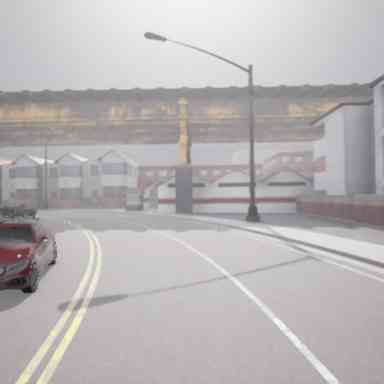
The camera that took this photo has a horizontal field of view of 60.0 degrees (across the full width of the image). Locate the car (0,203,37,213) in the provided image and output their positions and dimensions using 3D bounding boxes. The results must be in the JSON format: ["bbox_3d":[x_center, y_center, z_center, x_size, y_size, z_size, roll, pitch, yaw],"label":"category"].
[{"bbox_3d":[-14.845,1.600,28.387,1.895,1.301,4.718,0,-1,-42],"label":"car"}]

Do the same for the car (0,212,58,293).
[{"bbox_3d":[-4.746,1.509,8.724,1.812,1.442,4.674,-1,0,-14],"label":"car"}]
